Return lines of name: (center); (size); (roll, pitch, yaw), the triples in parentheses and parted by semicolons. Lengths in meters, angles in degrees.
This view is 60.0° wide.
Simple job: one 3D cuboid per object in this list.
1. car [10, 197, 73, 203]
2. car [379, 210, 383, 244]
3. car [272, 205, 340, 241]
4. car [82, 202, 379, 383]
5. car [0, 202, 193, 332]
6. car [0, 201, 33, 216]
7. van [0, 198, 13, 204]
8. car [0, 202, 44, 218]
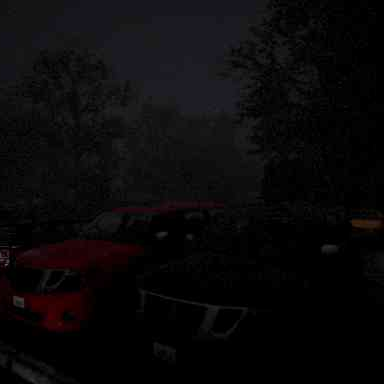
car: (-14.246, 1.527, 32.667); (2.435, 2.045, 5.566); (-1, 0, 35)
car: (8.488, 1.499, 16.318); (1.946, 1.575, 5.366); (-1, 0, 35)
car: (6.335, 1.531, 18.083); (2.231, 1.521, 4.892); (-1, 0, 35)
car: (1.324, 1.247, 5.555); (2.435, 2.045, 5.566); (-1, 0, 35)
car: (-0.961, 1.275, 7.179); (2.435, 2.045, 5.566); (-1, 0, 35)
car: (-20.939, 1.865, 37.451); (2.097, 1.535, 5.008); (-1, 0, 35)
van: (-10.151, 1.410, 13.602); (1.878, 1.987, 4.442); (-1, 0, 35)
car: (-18.768, 1.874, 35.912); (2.002, 1.452, 4.674); (-1, 0, 35)
